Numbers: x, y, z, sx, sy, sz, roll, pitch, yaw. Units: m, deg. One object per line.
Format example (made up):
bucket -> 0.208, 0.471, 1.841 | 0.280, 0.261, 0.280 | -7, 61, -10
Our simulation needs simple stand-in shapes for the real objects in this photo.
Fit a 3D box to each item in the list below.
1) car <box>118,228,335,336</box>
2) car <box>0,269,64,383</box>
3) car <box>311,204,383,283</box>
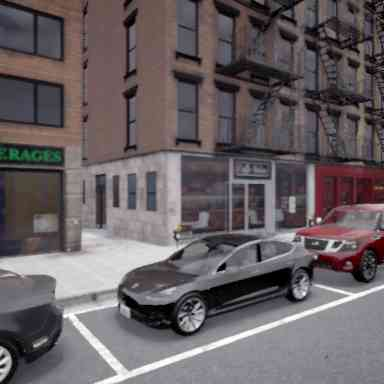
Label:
car -> 0.687, 1.562, 6.688 | 4.313, 1.339, 1.947 | 0, 0, -35
car -> -3.715, 1.552, 3.551 | 4.403, 1.369, 2.008 | 0, 0, -35
car -> 5.090, 1.305, 9.825 | 5.009, 1.841, 2.192 | 0, 0, -35
